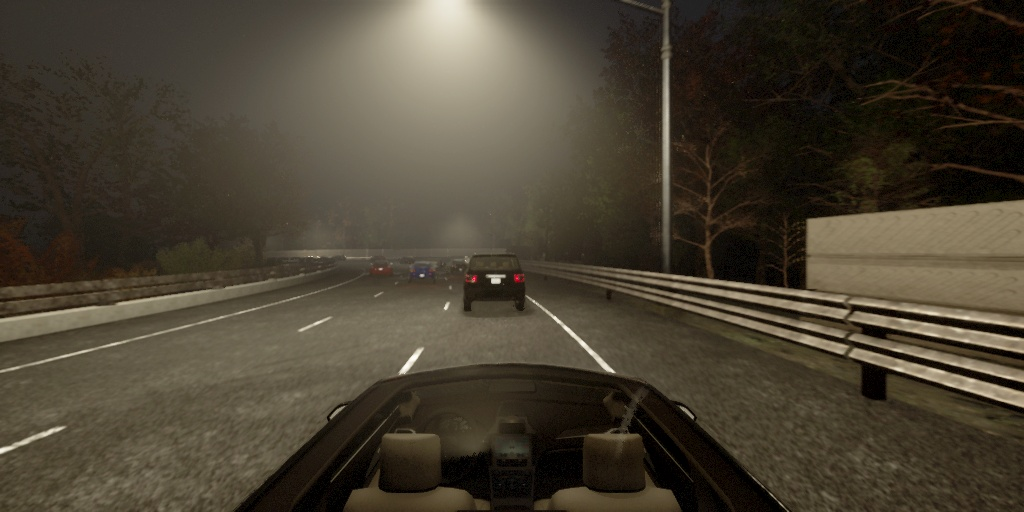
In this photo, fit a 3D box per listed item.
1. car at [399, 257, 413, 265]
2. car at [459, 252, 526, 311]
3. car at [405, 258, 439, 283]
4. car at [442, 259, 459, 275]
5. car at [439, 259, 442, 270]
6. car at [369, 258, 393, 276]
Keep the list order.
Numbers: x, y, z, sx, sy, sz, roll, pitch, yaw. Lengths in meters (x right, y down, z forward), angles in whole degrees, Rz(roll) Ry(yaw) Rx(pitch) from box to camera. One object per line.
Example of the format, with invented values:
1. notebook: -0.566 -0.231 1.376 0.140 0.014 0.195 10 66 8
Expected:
1. car: -18.116 0.837 62.032 1.837 1.490 4.892 0 1 -32
2. car: -0.817 0.870 14.149 2.150 2.045 5.566 0 1 -7
3. car: -6.484 1.102 26.103 1.812 1.442 4.674 0 0 -12
4. car: -5.312 1.023 34.667 1.812 1.442 4.674 0 0 -18
5. car: -8.475 1.020 45.730 1.895 1.301 4.718 0 1 -17
6. car: -12.066 1.110 33.143 1.994 1.385 4.181 0 1 -18
